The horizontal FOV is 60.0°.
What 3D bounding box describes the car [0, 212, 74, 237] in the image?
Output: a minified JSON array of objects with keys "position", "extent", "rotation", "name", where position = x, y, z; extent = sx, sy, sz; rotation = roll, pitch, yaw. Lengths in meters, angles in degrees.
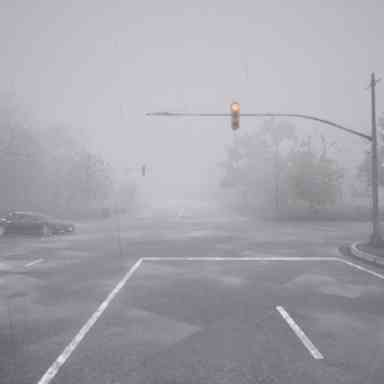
[{"position":[-9.637,1.984,20.150],"extent":[4.892,1.490,1.837],"rotation":[0,-2,7],"name":"car"}]
